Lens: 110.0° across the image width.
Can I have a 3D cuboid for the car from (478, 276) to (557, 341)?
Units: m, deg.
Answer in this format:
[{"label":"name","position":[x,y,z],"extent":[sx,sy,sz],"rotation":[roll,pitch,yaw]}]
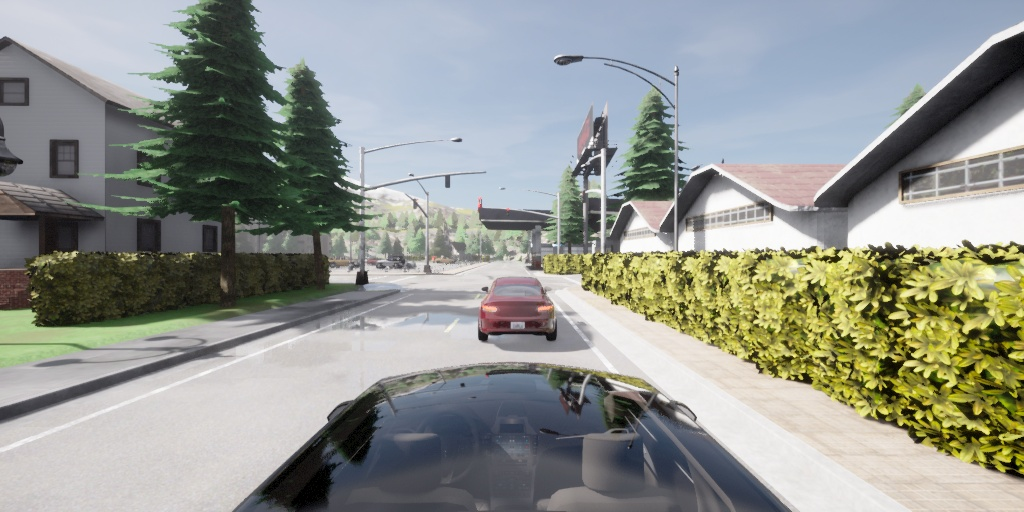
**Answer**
[{"label":"car","position":[0.127,1.276,9.753],"extent":[1.812,1.442,4.674],"rotation":[0,0,0]}]
